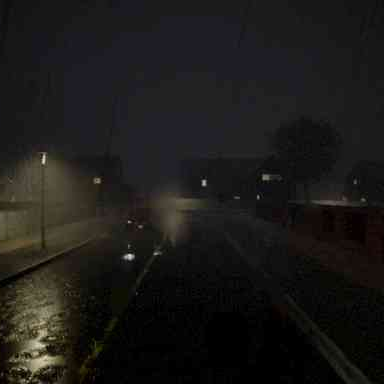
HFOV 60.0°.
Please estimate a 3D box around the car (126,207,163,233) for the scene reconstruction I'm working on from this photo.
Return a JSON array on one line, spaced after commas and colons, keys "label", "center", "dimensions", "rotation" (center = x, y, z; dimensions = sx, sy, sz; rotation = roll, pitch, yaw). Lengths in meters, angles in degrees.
[{"label": "car", "center": [-2.862, 1.686, 20.884], "dimensions": [1.812, 1.442, 4.674], "rotation": [0, 0, 0]}]
